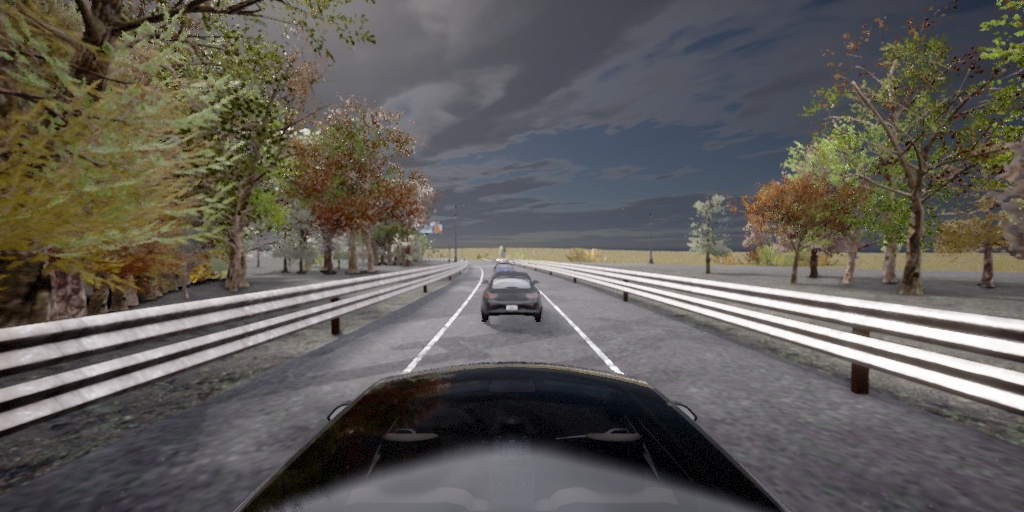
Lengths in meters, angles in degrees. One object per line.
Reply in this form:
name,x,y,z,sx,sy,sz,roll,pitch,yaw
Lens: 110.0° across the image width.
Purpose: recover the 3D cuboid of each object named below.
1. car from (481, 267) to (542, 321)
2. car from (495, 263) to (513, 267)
car,-0.036,1.264,12.249,1.812,1.442,4.674,0,0,-1
car,-0.684,1.273,29.505,2.033,1.411,5.357,0,0,-3
